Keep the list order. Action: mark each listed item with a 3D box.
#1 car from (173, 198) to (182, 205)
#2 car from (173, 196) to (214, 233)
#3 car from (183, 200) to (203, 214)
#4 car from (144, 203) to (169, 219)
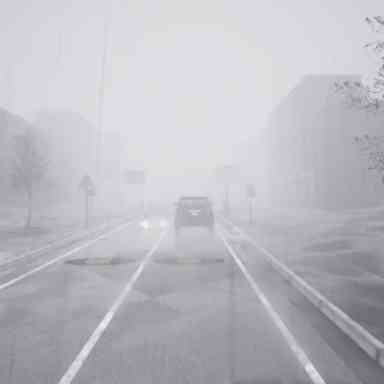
[{"bbox_3d":[-3.006,1.959,69.967,1.837,1.490,4.892,0,0,0],"label":"car"},{"bbox_3d":[0.104,1.220,19.693,2.150,2.045,5.566,0,0,-1],"label":"car"},{"bbox_3d":[0.096,1.632,38.205,2.128,1.511,4.902,0,-1,0],"label":"car"},{"bbox_3d":[-3.101,1.628,29.508,1.895,1.301,4.718,0,0,0],"label":"car"}]
